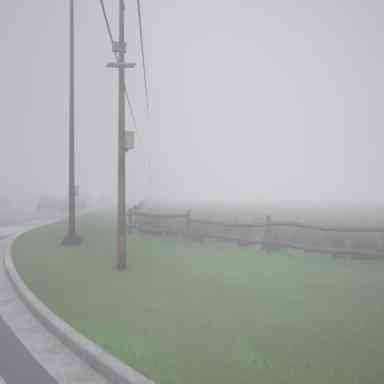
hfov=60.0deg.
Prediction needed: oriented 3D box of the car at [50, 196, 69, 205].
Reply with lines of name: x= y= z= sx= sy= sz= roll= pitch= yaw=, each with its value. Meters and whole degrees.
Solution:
car: x=-23.292 y=1.502 z=58.522 sx=1.837 sy=1.490 sz=4.892 roll=0 pitch=0 yaw=-6

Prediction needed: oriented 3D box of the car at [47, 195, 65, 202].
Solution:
car: x=-27.892 y=1.369 z=68.506 sx=2.033 sy=1.411 sz=5.357 roll=0 pitch=0 yaw=-6

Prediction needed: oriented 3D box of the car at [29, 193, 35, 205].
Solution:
car: x=-26.771 y=1.475 z=58.146 sx=1.882 sy=1.535 sz=5.008 roll=0 pitch=0 yaw=-6

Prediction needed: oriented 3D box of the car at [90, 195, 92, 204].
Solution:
car: x=-19.946 y=1.221 z=61.045 sx=2.150 sy=2.045 sz=5.566 roll=0 pitch=0 yaw=-6

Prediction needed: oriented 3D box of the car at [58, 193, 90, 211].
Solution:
car: x=-14.191 y=1.350 z=40.421 sx=2.097 sy=1.767 sz=4.553 roll=0 pitch=0 yaw=-6

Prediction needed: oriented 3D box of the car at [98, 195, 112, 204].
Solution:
car: x=-16.720 y=1.349 z=63.805 sx=2.097 sy=1.767 sz=4.553 roll=0 pitch=0 yaw=-6

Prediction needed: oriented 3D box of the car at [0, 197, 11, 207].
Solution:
car: x=-29.389 y=1.475 z=50.729 sx=1.882 sy=1.535 sz=5.008 roll=0 pitch=0 yaw=-6

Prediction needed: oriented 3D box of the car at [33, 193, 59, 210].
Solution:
car: x=-17.890 y=1.349 z=42.047 sx=2.097 sy=1.767 sz=4.553 roll=0 pitch=0 yaw=-6
